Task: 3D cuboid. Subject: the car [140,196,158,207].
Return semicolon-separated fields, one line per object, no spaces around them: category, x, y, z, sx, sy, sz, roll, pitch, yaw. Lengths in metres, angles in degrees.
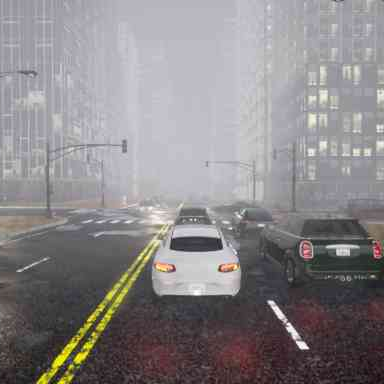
car;-6.718;1.528;50.776;1.994;1.385;4.181;0;0;0

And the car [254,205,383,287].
car;3.327;1.348;9.460;2.097;1.767;4.553;0;0;0

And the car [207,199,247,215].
car;4.262;1.629;34.150;4.718;1.301;1.895;0;1;-19

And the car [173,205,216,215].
car;0.056;1.495;17.432;1.837;1.490;4.892;0;0;0

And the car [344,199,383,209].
car;16.127;1.519;29.599;5.009;1.841;2.192;1;0;1

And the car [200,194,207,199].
car;3.022;1.266;90.773;1.812;1.442;4.674;0;0;0

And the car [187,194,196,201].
car;-0.201;1.418;80.348;1.837;1.490;4.892;0;0;0

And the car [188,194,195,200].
car;-0.228;1.220;90.766;1.882;1.535;5.008;0;0;0

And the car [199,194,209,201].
car;3.049;1.396;80.356;1.882;1.535;5.008;0;0;0

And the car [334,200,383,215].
car;17.907;1.631;35.358;4.892;1.490;1.837;1;1;1

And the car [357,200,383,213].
car;21.715;1.642;37.900;4.829;1.417;1.752;1;0;1

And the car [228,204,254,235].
car;3.304;1.555;17.846;1.994;1.385;4.181;0;0;0

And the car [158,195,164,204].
car;-6.722;1.429;61.100;1.882;1.535;5.008;0;0;1

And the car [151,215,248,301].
car;0.081;1.522;8.184;1.812;1.442;4.674;0;0;0

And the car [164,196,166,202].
car;-6.681;1.416;71.475;1.882;1.535;5.008;0;0;0
